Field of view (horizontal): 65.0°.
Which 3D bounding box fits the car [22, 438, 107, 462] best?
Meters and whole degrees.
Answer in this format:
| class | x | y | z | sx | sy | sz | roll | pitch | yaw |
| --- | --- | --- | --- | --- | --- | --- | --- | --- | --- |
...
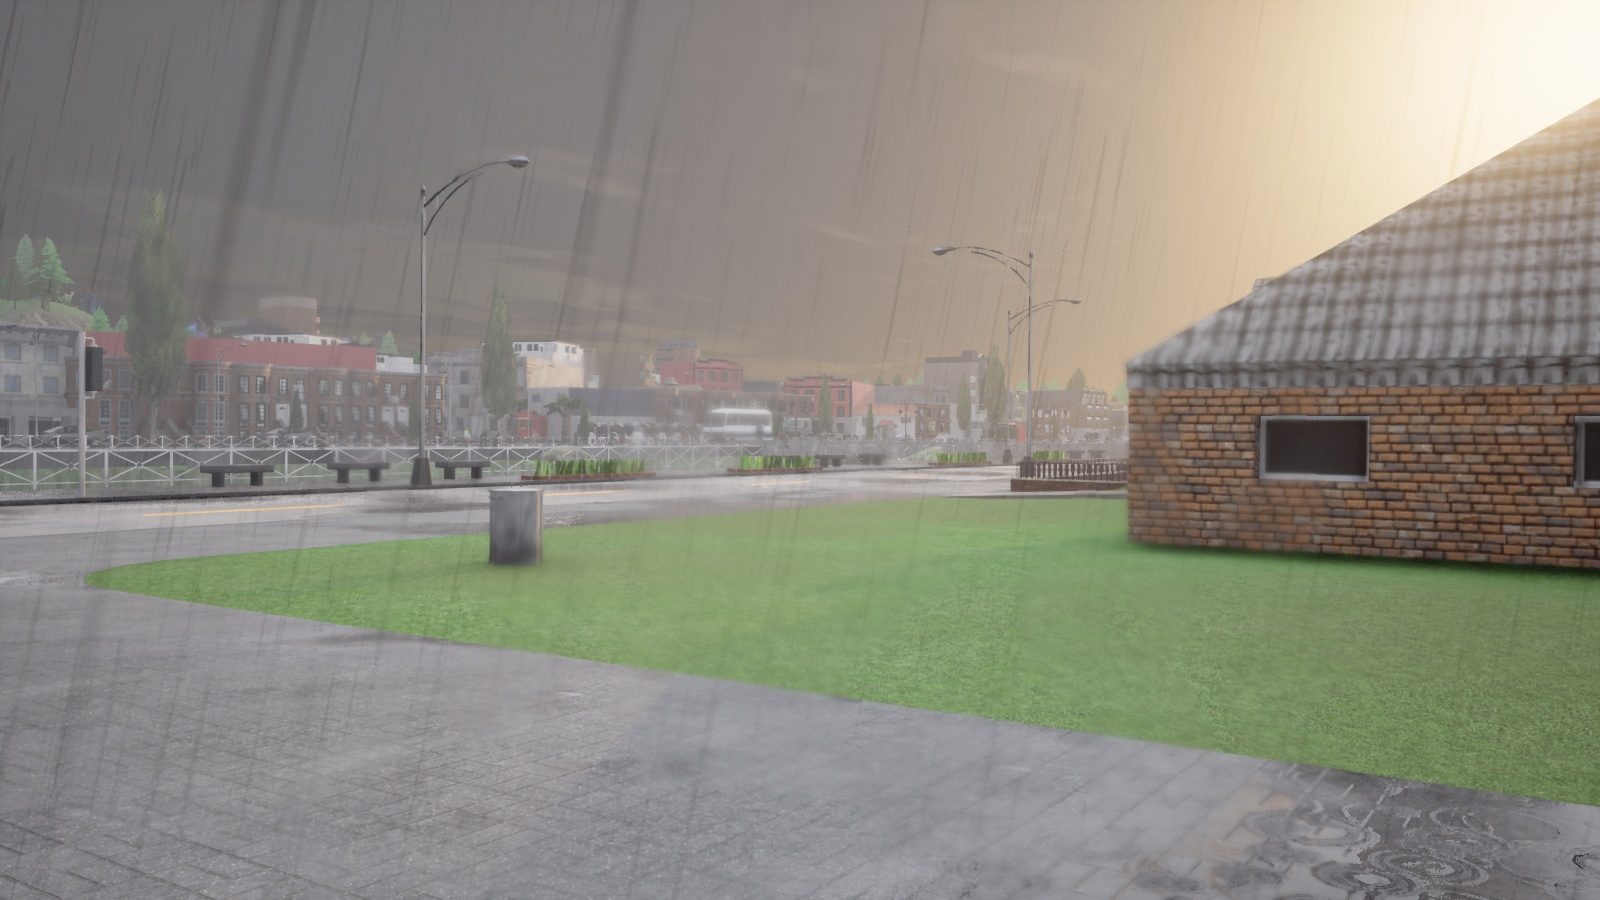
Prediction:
| class | x | y | z | sx | sy | sz | roll | pitch | yaw |
| --- | --- | --- | --- | --- | --- | --- | --- | --- | --- |
| car | -49.725 | -0.032 | 85.005 | 2.007 | 1.525 | 4.514 | 0 | 1 | 34 |
